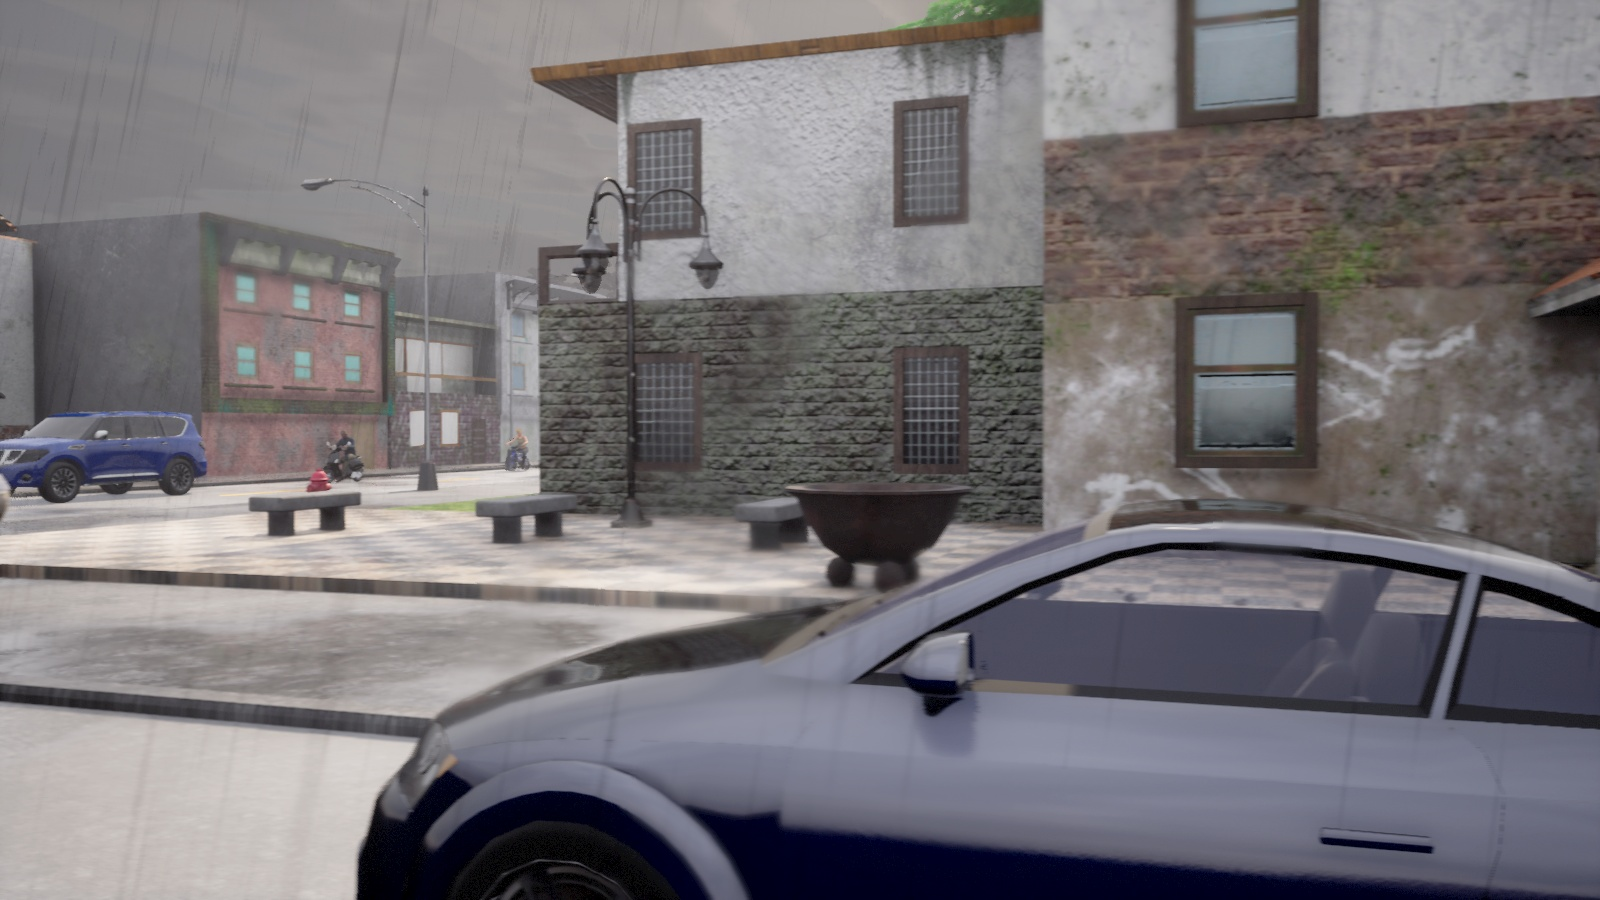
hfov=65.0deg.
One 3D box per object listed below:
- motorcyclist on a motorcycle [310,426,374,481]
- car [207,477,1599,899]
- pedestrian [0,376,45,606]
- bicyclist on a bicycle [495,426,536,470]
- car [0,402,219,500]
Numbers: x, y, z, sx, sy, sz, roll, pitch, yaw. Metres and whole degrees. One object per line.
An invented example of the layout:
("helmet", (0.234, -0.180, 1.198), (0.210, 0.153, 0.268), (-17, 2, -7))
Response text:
("motorcyclist on a motorcycle", (-13.706, 0.086, 37.632), (0.866, 1.590, 1.817), (1, 1, 18))
("car", (0.815, 0.837, 3.438), (4.181, 1.385, 1.994), (1, 1, 18))
("pedestrian", (-6.892, 0.325, 10.249), (0.900, 1.855, 0.874), (0, 1, 7))
("bicyclist on a bicycle", (-10.627, -0.069, 46.951), (0.866, 1.612, 1.509), (1, 1, 18))
("car", (-16.477, -0.026, 29.259), (2.150, 2.045, 5.566), (1, 1, 18))
